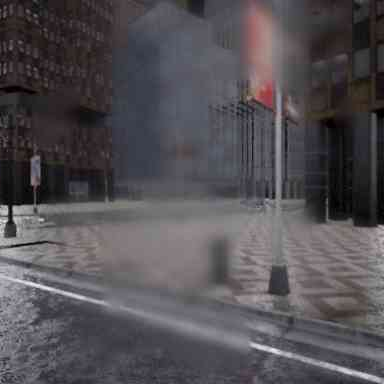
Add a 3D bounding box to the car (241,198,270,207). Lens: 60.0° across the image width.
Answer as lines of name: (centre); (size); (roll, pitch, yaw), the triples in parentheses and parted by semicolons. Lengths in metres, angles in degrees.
car: (9.986, 1.615, 52.211); (5.357, 1.411, 2.033); (0, 0, -40)
